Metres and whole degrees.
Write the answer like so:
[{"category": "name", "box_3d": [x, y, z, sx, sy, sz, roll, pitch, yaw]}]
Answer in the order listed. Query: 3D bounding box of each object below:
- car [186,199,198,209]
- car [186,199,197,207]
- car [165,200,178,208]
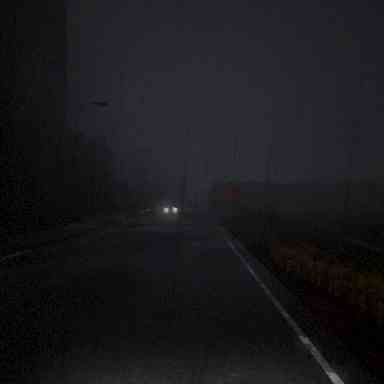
[{"category": "car", "box_3d": [0.033, 1.970, 52.099, 2.033, 1.411, 5.357, 0, 0, 0]}, {"category": "car", "box_3d": [-0.093, 2.050, 64.955, 1.812, 1.442, 4.674, 0, 0, -3]}, {"category": "car", "box_3d": [-3.479, 2.062, 56.892, 1.895, 1.301, 4.718, 0, 0, 0]}]
